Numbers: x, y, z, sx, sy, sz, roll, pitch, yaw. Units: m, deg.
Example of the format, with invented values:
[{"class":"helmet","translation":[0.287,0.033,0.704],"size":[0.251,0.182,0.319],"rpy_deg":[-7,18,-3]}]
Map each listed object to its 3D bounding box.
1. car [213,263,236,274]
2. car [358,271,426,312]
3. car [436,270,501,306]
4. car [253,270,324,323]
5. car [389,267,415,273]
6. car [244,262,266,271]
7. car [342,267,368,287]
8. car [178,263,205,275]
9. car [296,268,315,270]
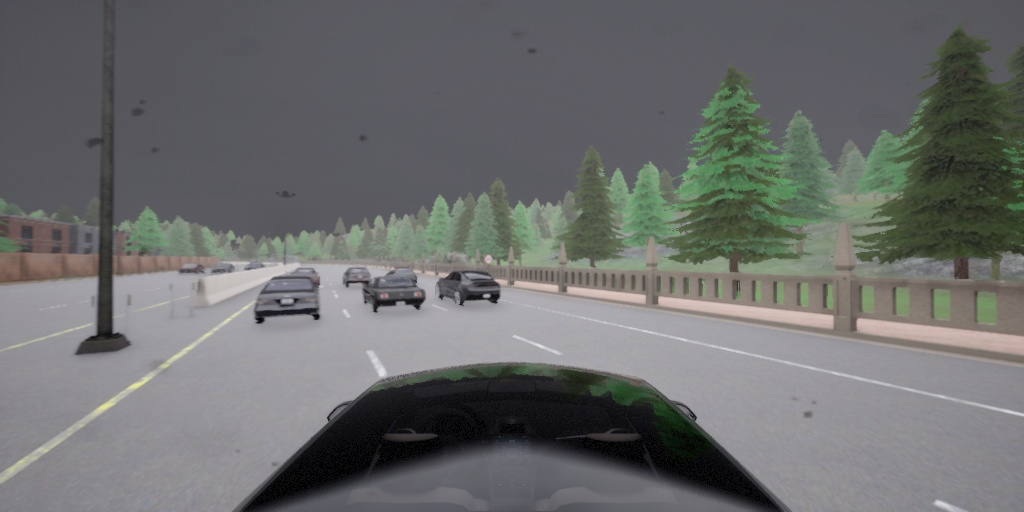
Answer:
[{"class":"car","translation":[-40.046,1.734,50.027],"size":[1.837,1.490,4.892],"rpy_deg":[0,-1,-28]},{"class":"car","translation":[-5.148,1.491,15.171],"size":[1.895,1.301,4.718],"rpy_deg":[0,-1,-29]},{"class":"car","translation":[-2.207,1.421,17.095],"size":[1.837,1.490,4.892],"rpy_deg":[0,0,-28]},{"class":"car","translation":[-7.858,1.410,12.822],"size":[2.033,1.411,5.357],"rpy_deg":[0,-1,-29]},{"class":"car","translation":[-9.299,1.612,30.121],"size":[1.994,1.385,4.181],"rpy_deg":[0,-1,-28]},{"class":"car","translation":[-37.024,1.604,51.790],"size":[2.097,1.767,4.553],"rpy_deg":[0,-1,-28]},{"class":"car","translation":[-11.939,1.565,27.627],"size":[2.033,1.411,5.357],"rpy_deg":[0,-1,-28]},{"class":"car","translation":[-43.100,1.686,48.331],"size":[1.882,1.535,5.008],"rpy_deg":[0,-1,-28]},{"class":"car","translation":[-15.467,1.570,26.819],"size":[1.994,1.385,4.181],"rpy_deg":[0,-1,-28]}]
